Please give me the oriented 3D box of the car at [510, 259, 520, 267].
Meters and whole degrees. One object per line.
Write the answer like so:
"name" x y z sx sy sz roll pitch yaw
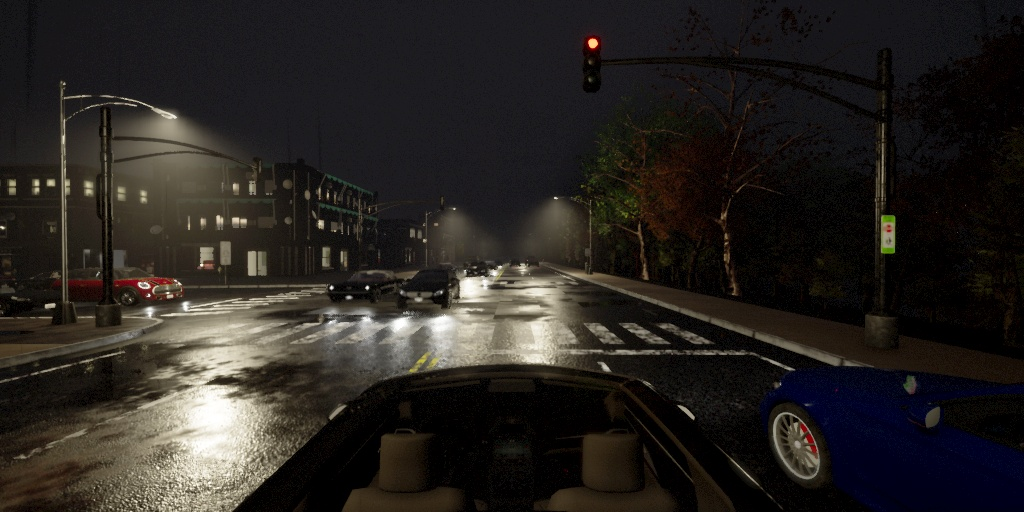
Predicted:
"car" 0.585 1.230 64.812 1.837 1.490 4.892 0 0 0

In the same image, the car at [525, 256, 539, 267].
"car" 3.835 1.203 64.653 1.882 1.535 5.008 0 0 1

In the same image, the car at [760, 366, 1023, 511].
"car" 3.355 1.276 1.587 1.812 1.442 4.674 0 0 1

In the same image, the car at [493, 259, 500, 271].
"car" -2.998 1.335 47.393 1.895 1.301 4.718 0 0 0

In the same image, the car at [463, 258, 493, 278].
"car" -3.109 1.245 33.344 1.837 1.490 4.892 0 0 0

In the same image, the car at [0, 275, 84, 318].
"car" -19.858 1.565 13.767 4.313 1.339 1.948 0 0 1

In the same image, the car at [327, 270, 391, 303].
"car" -6.489 1.347 16.491 1.895 1.301 4.718 0 0 0

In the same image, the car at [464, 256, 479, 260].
"car" -6.174 0.954 55.609 2.150 2.045 5.566 0 0 1

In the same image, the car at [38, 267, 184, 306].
"car" -17.994 1.302 16.484 4.553 1.767 2.097 -1 1 0

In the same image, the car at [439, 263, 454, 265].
"car" -6.355 1.341 34.021 1.895 1.301 4.718 0 0 0

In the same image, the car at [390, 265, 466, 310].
"car" -3.253 1.273 14.897 1.812 1.442 4.674 0 0 0
